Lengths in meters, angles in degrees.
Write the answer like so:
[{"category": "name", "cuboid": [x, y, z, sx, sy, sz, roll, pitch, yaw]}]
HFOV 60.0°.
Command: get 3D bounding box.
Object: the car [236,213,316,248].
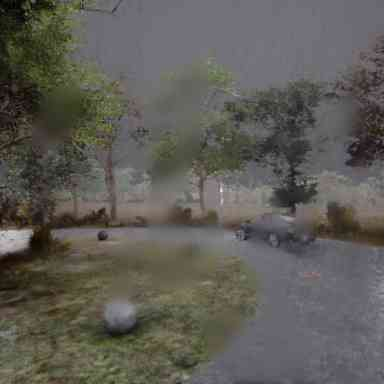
[{"category": "car", "cuboid": [3.995, 1.819, 16.610, 1.837, 1.490, 4.892, 1, -2, -22]}]
